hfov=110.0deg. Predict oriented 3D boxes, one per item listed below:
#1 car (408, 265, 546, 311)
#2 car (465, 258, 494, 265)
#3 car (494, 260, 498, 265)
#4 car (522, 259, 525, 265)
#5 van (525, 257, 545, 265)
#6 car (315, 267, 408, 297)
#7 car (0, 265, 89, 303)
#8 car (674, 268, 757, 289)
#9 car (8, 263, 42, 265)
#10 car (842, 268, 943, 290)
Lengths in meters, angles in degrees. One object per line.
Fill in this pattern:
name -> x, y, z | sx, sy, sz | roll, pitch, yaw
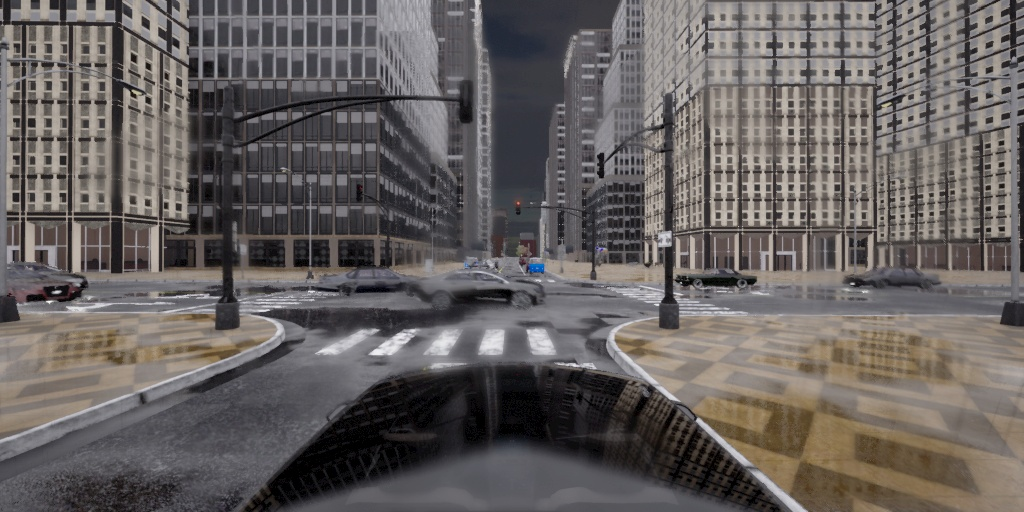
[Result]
car -> -1.159, 1.243, 13.730 | 4.902, 1.511, 2.128 | 0, 0, -1
car -> -3.232, 1.241, 35.655 | 2.128, 1.511, 4.902 | 0, 0, 0
car -> -3.192, 1.275, 45.829 | 1.812, 1.442, 4.674 | 0, 0, 0
car -> 2.618, 1.295, 45.359 | 1.888, 1.381, 4.507 | 0, 0, 0
van -> 2.686, 1.090, 39.821 | 1.690, 1.789, 3.998 | 0, 0, 0
car -> -6.896, 1.268, 18.199 | 5.357, 1.411, 2.033 | 1, 0, -22
car -> -19.005, 1.156, 13.362 | 4.181, 1.385, 1.994 | 0, 0, -1
car -> 13.492, 1.483, 23.989 | 4.718, 1.301, 1.895 | 0, 0, -1
car -> -22.670, 1.069, 16.536 | 4.902, 1.511, 2.128 | 0, 0, -1
car -> 25.647, 1.509, 24.243 | 5.357, 1.411, 2.033 | 0, 0, -1
